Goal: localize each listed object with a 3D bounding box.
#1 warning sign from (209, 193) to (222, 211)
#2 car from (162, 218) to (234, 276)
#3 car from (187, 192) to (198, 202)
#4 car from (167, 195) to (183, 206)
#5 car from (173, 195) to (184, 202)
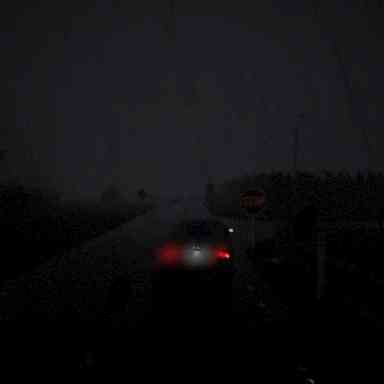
[{"bbox_3d":[2.452,1.003,35.122,1.300,1.860,1.060,0,0,0],"label":"warning sign"},{"bbox_3d":[0.303,1.518,10.279,2.033,1.411,5.357,0,0,4],"label":"car"},{"bbox_3d":[0.009,1.099,67.530,2.097,1.767,4.553,0,0,0],"label":"car"},{"bbox_3d":[-2.823,1.428,50.904,1.895,1.301,4.718,0,0,0],"label":"car"},{"bbox_3d":[-2.747,1.301,67.522,1.994,1.385,4.181,0,0,0],"label":"car"}]
